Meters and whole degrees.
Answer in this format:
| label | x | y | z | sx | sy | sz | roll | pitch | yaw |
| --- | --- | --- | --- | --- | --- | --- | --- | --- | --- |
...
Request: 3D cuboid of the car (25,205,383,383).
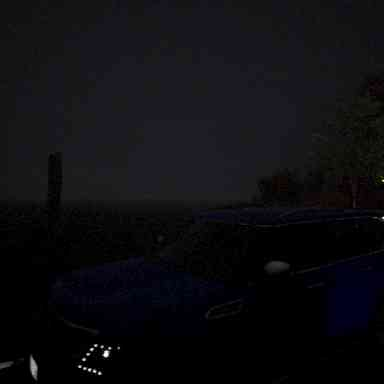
| label | x | y | z | sx | sy | sz | roll | pitch | yaw |
| --- | --- | --- | --- | --- | --- | --- | --- | --- | --- |
| car | 0.847 | 1.232 | 4.570 | 5.566 | 2.045 | 2.150 | 1 | 0 | -35 |
